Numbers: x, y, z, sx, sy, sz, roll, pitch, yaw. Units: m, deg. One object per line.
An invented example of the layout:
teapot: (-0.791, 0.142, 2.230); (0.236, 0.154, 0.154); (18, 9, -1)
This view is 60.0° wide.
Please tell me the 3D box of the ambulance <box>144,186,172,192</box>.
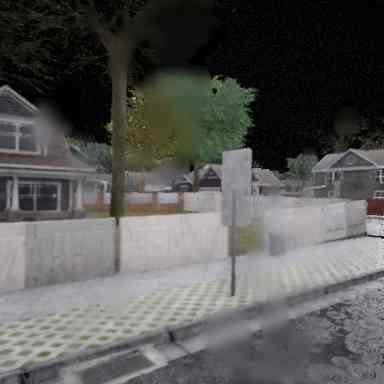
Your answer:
ambulance: (-4.317, 0.412, 45.219); (2.351, 2.431, 6.366); (1, 0, -36)
